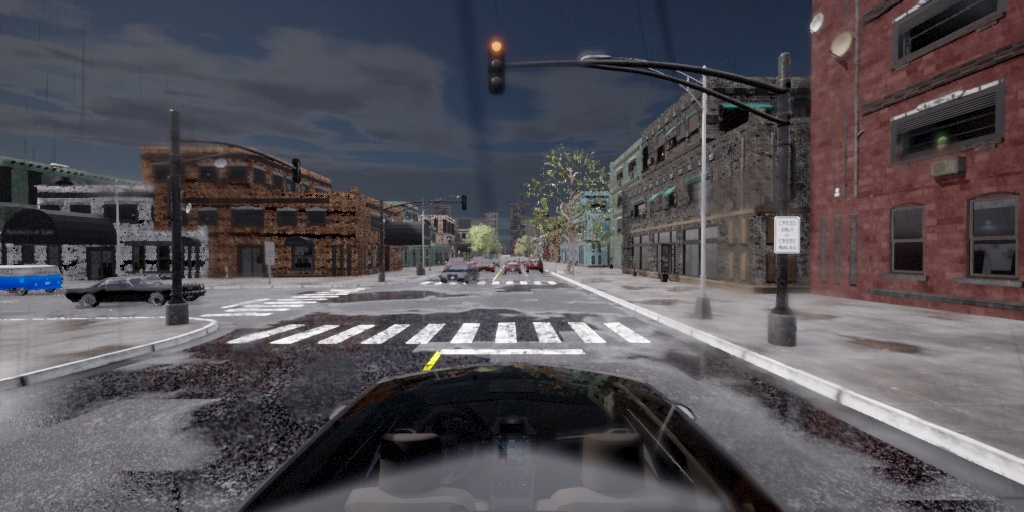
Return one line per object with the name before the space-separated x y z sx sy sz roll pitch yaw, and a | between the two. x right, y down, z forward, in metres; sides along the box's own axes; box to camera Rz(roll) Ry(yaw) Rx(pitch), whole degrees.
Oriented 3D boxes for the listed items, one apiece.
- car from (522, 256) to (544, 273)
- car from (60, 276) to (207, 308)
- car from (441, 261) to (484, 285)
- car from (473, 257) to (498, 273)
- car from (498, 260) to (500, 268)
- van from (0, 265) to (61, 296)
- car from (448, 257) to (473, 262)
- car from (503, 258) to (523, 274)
car | 2.663 1.055 42.860 2.192 1.841 5.009 0 0 0
car | -16.898 1.581 16.334 4.718 1.301 1.895 -1 1 -1
car | -3.748 1.313 26.614 1.994 1.385 4.181 0 0 10
car | -3.129 1.092 42.947 2.097 1.767 4.553 0 0 0
car | -3.102 1.242 62.779 1.837 1.490 4.892 0 -1 0
van | -30.312 1.458 21.972 3.998 1.789 1.690 0 0 -1
car | -5.713 1.057 37.309 2.192 1.841 5.009 0 0 0
car | 0.071 1.266 41.820 1.812 1.442 4.674 0 0 0
